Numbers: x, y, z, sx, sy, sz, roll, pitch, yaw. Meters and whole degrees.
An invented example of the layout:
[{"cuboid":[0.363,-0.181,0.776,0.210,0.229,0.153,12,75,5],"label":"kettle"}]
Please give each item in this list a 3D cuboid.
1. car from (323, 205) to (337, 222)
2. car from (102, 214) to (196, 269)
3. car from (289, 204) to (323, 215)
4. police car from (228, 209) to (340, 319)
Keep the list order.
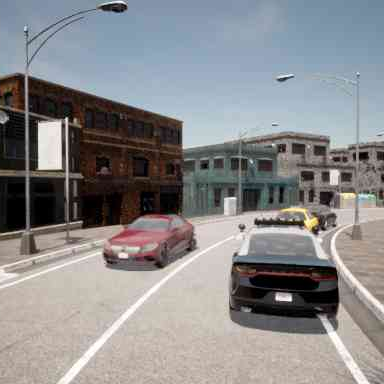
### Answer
[{"cuboid":[7.923,1.536,21.222,1.837,1.490,4.892,1,0,34],"label":"car"},{"cuboid":[-1.208,1.508,11.463,1.812,1.442,4.674,0,0,18],"label":"car"},{"cuboid":[5.186,1.471,16.548,1.801,1.575,5.366,1,0,26],"label":"car"},{"cuboid":[2.003,1.428,7.694,1.930,1.638,5.238,0,0,13],"label":"police car"}]
